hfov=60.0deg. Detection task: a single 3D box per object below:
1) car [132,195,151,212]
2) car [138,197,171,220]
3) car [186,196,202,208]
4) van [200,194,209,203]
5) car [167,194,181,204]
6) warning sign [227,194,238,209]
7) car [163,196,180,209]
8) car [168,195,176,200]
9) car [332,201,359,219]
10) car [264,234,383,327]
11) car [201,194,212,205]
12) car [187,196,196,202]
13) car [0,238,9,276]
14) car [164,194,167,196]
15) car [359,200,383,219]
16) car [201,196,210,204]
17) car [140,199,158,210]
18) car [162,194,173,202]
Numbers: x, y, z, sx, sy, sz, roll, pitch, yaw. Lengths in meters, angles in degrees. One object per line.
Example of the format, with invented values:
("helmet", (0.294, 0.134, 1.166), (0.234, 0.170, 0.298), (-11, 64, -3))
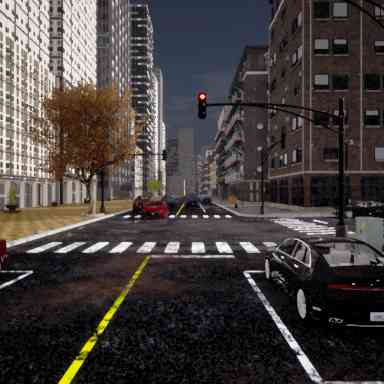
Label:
("car", (-5.709, 1.336, 39.330), (2.192, 1.841, 5.009), (0, 0, 0))
("car", (-3.113, 1.489, 28.879), (1.882, 1.535, 5.008), (0, 0, 0))
("car", (0.082, 1.594, 48.970), (1.994, 1.385, 4.181), (0, 0, 0))
("van", (2.659, 1.402, 72.471), (1.690, 1.788, 3.998), (0, 0, 0))
("car", (-3.088, 1.539, 62.539), (2.128, 1.511, 4.902), (0, 0, 0))
("warning sign", (5.052, 1.138, 41.459), (1.300, 1.860, 1.060), (0, 0, 0))
("car", (-3.116, 1.630, 47.082), (1.895, 1.301, 4.718), (0, 0, 0))
("car", (-5.730, 1.654, 94.558), (2.008, 1.369, 4.403), (0, 0, 0))
("car", (13.414, 1.350, 26.355), (4.403, 1.369, 2.008), (-1, 1, -1))
("car", (2.685, 1.551, 6.945), (2.008, 1.369, 4.403), (0, 0, 0))
("car", (2.664, 1.610, 61.424), (1.947, 1.339, 4.313), (0, 0, 0))
("car", (-0.030, 1.622, 77.216), (1.994, 1.385, 4.181), (0, 0, 0))
("car", (-5.695, 1.545, 6.942), (1.887, 1.381, 4.507), (0, 0, 0))
("car", (-5.722, 1.627, 72.467), (1.947, 1.339, 4.313), (0, 0, 0))
("car", (14.727, 1.345, 23.789), (4.181, 1.385, 1.994), (-1, 0, -1))
("car", (2.662, 1.578, 67.117), (1.752, 1.417, 4.829), (0, 0, 0))
("car", (-5.710, 1.592, 44.853), (1.947, 1.339, 4.313), (0, 0, 0))
("car", (-5.724, 1.386, 77.990), (2.192, 1.841, 5.009), (0, 0, 0))
